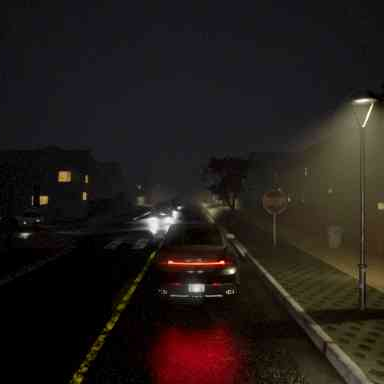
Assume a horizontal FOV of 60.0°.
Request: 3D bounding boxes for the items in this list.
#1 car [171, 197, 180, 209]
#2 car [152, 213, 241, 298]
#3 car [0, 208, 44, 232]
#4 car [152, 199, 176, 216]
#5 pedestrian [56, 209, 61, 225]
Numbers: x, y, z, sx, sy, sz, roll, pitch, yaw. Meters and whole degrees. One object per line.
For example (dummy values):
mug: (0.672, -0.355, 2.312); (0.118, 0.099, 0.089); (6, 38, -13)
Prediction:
car: (-2.925, 1.722, 43.925); (1.895, 1.301, 4.718); (0, 0, 0)
car: (0.084, 1.517, 8.524); (1.837, 1.490, 4.892); (0, 0, 0)
car: (-11.666, 1.333, 19.400); (5.566, 2.045, 2.150); (-1, -3, 3)
car: (-2.912, 1.681, 33.795); (1.895, 1.301, 4.718); (0, 0, 0)
pedestrian: (-9.958, 1.476, 24.862); (0.375, 1.860, 0.375); (0, -2, 5)
